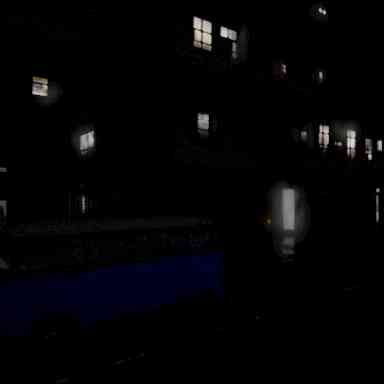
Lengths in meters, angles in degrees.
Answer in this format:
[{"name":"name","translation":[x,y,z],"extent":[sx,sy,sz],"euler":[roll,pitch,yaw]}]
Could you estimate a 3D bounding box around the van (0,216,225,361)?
[{"name":"van","translation":[-1.313,1.339,5.633],"extent":[3.998,1.788,1.690],"euler":[0,0,-35]}]
